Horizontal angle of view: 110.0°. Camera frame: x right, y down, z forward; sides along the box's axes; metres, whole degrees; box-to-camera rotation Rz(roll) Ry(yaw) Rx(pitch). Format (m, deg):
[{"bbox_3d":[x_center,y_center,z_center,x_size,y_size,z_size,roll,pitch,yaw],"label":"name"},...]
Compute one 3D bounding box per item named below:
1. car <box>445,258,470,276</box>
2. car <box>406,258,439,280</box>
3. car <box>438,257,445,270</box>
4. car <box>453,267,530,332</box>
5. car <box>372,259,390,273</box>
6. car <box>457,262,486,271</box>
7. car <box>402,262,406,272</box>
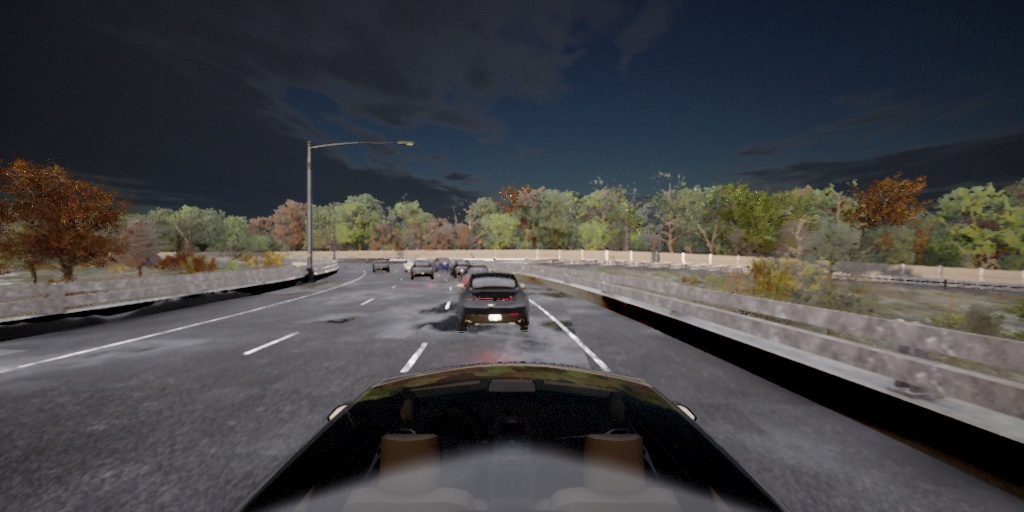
[{"bbox_3d":[-4.583,1.150,32.526,2.128,1.511,4.902,0,0,-16],"label":"car"},{"bbox_3d":[-7.694,1.165,30.706,2.128,1.511,4.902,0,0,-15],"label":"car"},{"bbox_3d":[-8.748,0.981,44.314,2.097,1.767,4.553,0,0,-22],"label":"car"},{"bbox_3d":[-0.612,1.223,10.829,1.837,1.490,4.892,0,-1,-5],"label":"car"},{"bbox_3d":[-15.613,1.146,42.665,2.128,1.511,4.902,0,0,-22],"label":"car"},{"bbox_3d":[-2.141,1.252,21.760,1.994,1.385,4.181,0,0,-10],"label":"car"},{"bbox_3d":[-12.085,1.167,43.301,1.812,1.442,4.674,0,0,-22],"label":"car"}]
